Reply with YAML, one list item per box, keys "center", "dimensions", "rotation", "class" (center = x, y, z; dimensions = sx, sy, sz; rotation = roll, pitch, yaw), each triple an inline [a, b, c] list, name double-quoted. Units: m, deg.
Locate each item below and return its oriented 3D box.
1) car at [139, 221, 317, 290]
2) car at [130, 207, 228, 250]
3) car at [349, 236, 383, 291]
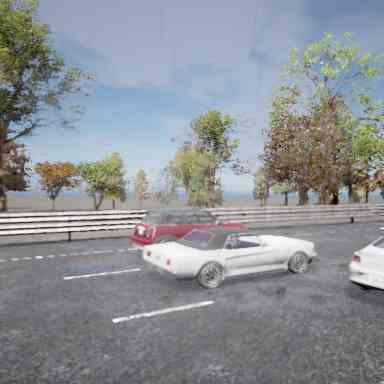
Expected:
- center: [1.176, 1.634, 9.164]
  dimensions: [4.718, 1.301, 1.895]
  rotation: [0, 0, -29]
  class: "car"
- center: [0.077, 1.398, 12.550]
  dimensions: [4.553, 1.767, 2.097]
  rotation: [0, 0, -29]
  class: "car"
- center: [5.605, 1.554, 7.621]
  dimensions: [4.674, 1.442, 1.812]
  rotation: [0, 0, -29]
  class: "car"
